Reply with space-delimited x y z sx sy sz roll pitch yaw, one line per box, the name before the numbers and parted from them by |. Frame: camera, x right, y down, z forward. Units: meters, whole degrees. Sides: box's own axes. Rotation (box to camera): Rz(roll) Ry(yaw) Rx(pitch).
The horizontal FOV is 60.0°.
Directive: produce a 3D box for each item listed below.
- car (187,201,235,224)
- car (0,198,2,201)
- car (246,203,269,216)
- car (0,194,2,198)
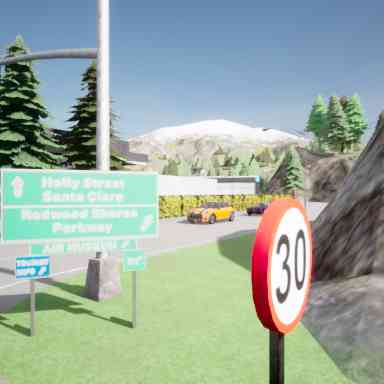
car | 1.563 1.544 26.726 2.097 1.767 4.553 0 0 36
car | -12.422 1.504 26.064 1.905 1.878 3.866 0 0 35
car | 7.468 1.792 34.853 1.895 1.301 4.718 0 0 36
car | -38.665 1.489 69.982 4.514 1.523 2.007 0 0 35
